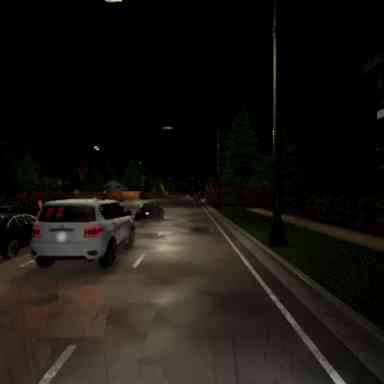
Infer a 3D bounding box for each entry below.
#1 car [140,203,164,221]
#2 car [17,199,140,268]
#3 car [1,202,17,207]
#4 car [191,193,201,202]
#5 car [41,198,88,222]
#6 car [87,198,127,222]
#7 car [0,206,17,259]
[{"bbox_3d":[-3.451,1.631,27.870,1.994,1.385,4.181,0,0,1],"label":"car"},{"bbox_3d":[-3.467,1.251,11.580,2.150,2.045,5.566,0,0,0],"label":"car"},{"bbox_3d":[-14.281,1.571,27.717,1.837,1.490,4.892,0,0,1],"label":"car"},{"bbox_3d":[1.238,1.645,80.032,1.801,1.575,5.366,0,0,0],"label":"car"},{"bbox_3d":[-10.453,1.417,27.601,2.097,1.767,4.553,0,0,1],"label":"car"},{"bbox_3d":[-6.953,1.417,27.597,2.097,1.767,4.553,0,0,1],"label":"car"},{"bbox_3d":[-6.955,1.522,12.682,2.128,1.511,4.902,0,0,1],"label":"car"}]
